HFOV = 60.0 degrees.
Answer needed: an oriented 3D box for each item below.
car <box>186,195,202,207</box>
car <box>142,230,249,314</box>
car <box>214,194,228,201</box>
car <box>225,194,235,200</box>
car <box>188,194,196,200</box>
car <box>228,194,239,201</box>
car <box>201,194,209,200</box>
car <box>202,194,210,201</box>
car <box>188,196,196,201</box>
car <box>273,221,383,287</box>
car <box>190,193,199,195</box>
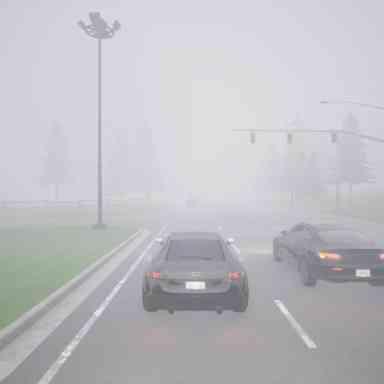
[{"bbox_3d":[0.011,1.545,51.130,2.033,1.411,5.357,0,0,0],"label":"car"},{"bbox_3d":[0.072,1.564,7.687,1.994,1.385,4.181,0,0,0],"label":"car"},{"bbox_3d":[7.018,1.512,82.165,1.812,1.442,4.674,0,0,0],"label":"car"},{"bbox_3d":[10.520,1.367,92.168,2.033,1.411,5.357,0,0,0],"label":"car"},{"bbox_3d":[0.020,1.352,92.170,2.128,1.511,4.902,0,0,0],"label":"car"},{"bbox_3d":[10.518,1.512,82.164,1.812,1.442,4.674,0,0,0],"label":"car"},{"bbox_3d":[3.520,1.352,92.169,2.128,1.511,4.902,0,0,0],"label":"car"},{"bbox_3d":[3.518,1.540,82.166,1.994,1.385,4.181,0,0,0],"label":"car"},{"bbox_3d":[0.018,1.583,82.197,1.895,1.301,4.718,0,0,0],"label":"car"},{"bbox_3d":[3.581,1.525,9.233,1.812,1.442,4.674,0,0,0],"label":"car"},{"bbox_3d":[0.429,1.219,66.006,2.150,2.045,5.566,0,0,0],"label":"car"}]
